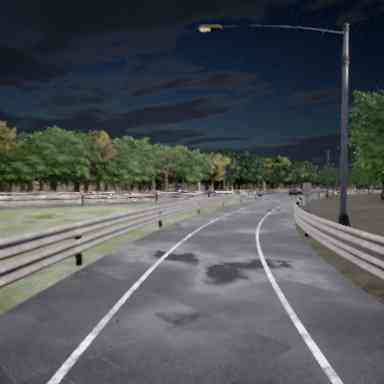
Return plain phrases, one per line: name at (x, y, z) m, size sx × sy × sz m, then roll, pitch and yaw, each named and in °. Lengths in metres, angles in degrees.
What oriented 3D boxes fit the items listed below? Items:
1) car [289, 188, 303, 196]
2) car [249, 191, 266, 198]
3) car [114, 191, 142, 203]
car at (27.359, -0.021, 86.908) m, size 2.150 × 2.045 × 5.566 m, roll 2°, pitch 2°, yaw 42°
car at (14.236, 0.449, 72.779) m, size 1.837 × 1.490 × 4.892 m, roll 2°, pitch 2°, yaw 43°
car at (-9.515, 0.596, 48.760) m, size 4.553 × 1.767 × 2.097 m, roll -1°, pitch 2°, yaw -44°
